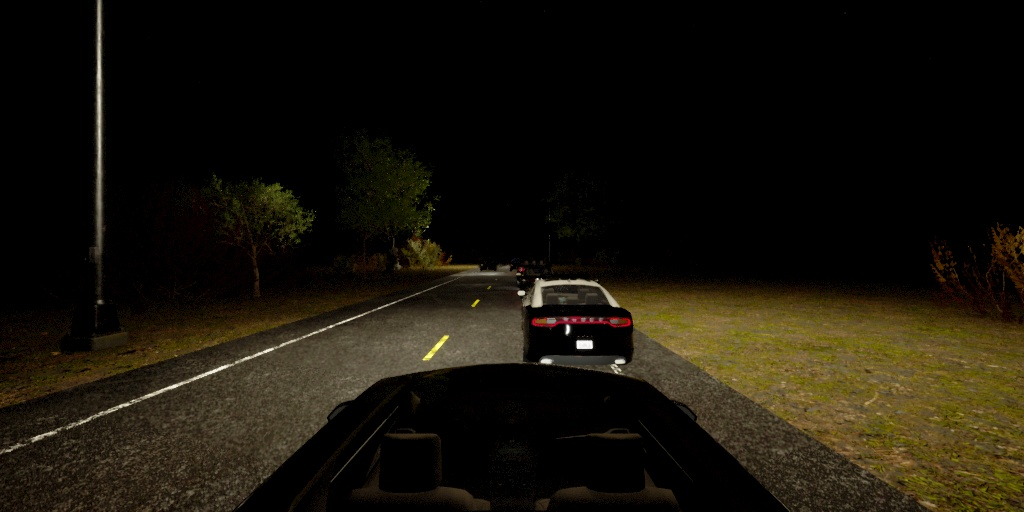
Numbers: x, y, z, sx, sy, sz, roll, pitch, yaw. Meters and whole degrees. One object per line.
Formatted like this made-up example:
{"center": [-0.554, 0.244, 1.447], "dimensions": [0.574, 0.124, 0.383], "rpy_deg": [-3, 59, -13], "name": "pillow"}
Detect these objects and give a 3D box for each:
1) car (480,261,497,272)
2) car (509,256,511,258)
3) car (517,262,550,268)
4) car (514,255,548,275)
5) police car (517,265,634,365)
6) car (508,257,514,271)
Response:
{"center": [-2.869, 1.274, 44.798], "dimensions": [1.994, 1.385, 4.181], "rpy_deg": [0, 0, 1], "name": "car"}
{"center": [0.842, 1.163, 58.744], "dimensions": [1.882, 1.535, 5.008], "rpy_deg": [0, 0, 1], "name": "car"}
{"center": [1.305, 1.250, 18.039], "dimensions": [1.837, 1.490, 4.892], "rpy_deg": [0, 0, 1], "name": "car"}
{"center": [1.389, 0.963, 24.069], "dimensions": [2.150, 2.045, 5.566], "rpy_deg": [0, 0, 1], "name": "car"}
{"center": [1.164, 1.174, 8.151], "dimensions": [1.930, 1.638, 5.238], "rpy_deg": [0, 0, 1], "name": "police car"}
{"center": [0.700, 1.233, 46.572], "dimensions": [1.812, 1.442, 4.674], "rpy_deg": [0, 0, 1], "name": "car"}
